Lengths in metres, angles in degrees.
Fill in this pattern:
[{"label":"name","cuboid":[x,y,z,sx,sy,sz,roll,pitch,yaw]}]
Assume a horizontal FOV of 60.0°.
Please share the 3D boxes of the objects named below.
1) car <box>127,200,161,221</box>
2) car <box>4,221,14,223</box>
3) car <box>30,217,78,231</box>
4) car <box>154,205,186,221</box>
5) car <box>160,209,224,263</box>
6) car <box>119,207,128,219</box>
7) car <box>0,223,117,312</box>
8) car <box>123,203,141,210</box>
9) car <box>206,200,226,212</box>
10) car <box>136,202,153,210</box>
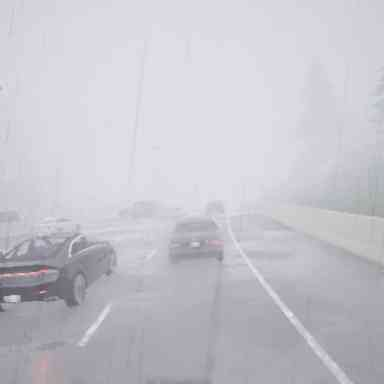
[{"label":"car","cuboid":[-4.640,1.907,35.627,2.150,2.045,5.566,-5,0,9]},{"label":"car","cuboid":[-19.330,3.006,32.575,2.150,2.045,5.566,-4,-1,7]},{"label":"car","cuboid":[-9.592,2.478,23.550,1.812,1.442,4.674,-5,0,5]},{"label":"car","cuboid":[-1.756,2.021,30.848,1.895,1.301,4.718,-4,-1,7]},{"label":"car","cuboid":[0.184,1.649,12.562,2.033,1.411,5.357,-4,-1,2]},{"label":"car","cuboid":[-7.279,2.412,40.704,1.882,1.535,5.008,-5,0,10]},{"label":"car","cuboid":[-3.372,1.830,8.733,2.128,1.511,4.902,-4,0,1]},{"label":"car","cuboid":[-13.200,3.208,73.637,1.895,1.301,4.718,-5,-1,19]},{"label":"car","cuboid":[2.651,1.642,36.684,1.837,1.490,4.892,-5,0,10]},{"label":"car","cuboid":[-10.177,2.979,71.702,1.994,1.385,4.181,-5,-1,19]}]
